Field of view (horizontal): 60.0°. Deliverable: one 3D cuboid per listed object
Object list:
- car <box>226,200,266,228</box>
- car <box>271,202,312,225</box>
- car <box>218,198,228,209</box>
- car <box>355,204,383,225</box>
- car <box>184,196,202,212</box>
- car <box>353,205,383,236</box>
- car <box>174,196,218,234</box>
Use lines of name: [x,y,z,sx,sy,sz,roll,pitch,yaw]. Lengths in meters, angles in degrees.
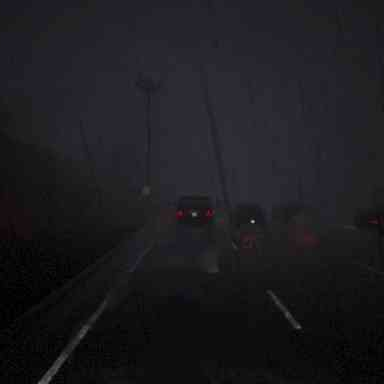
car: [3.604,1.499,22.139,1.837,1.490,4.892,0,0,0]
car: [7.104,1.498,24.062,1.837,1.490,4.892,0,0,0]
car: [3.608,1.480,40.182,2.128,1.511,4.902,0,0,0]
car: [14.104,1.594,24.545,1.895,1.301,4.718,0,0,0]
car: [0.108,1.342,39.439,2.097,1.767,4.553,0,0,0]
car: [10.606,1.559,18.183,1.994,1.385,4.181,0,0,0]
car: [0.104,1.218,19.377,2.150,2.045,5.566,0,0,0]
